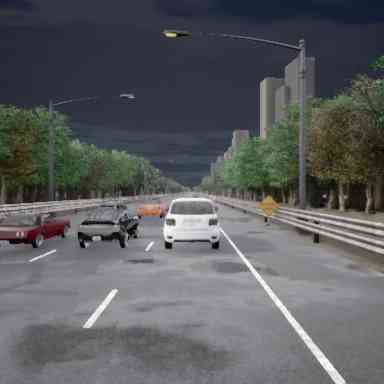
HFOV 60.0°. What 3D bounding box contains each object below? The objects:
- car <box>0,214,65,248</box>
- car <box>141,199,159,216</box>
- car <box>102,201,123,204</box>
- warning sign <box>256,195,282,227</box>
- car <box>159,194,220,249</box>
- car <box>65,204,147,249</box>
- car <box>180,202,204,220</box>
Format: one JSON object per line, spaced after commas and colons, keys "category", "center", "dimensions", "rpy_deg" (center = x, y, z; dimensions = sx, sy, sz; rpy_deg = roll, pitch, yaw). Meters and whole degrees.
{"category": "car", "center": [-7.000, 1.616, 14.681], "dimensions": [1.895, 1.301, 4.718], "rpy_deg": [0, 0, 0]}
{"category": "car", "center": [-3.500, 1.372, 29.621], "dimensions": [2.097, 1.767, 4.553], "rpy_deg": [0, 0, 0]}
{"category": "car", "center": [-7.000, 1.502, 29.651], "dimensions": [2.128, 1.511, 4.902], "rpy_deg": [0, 0, 0]}
{"category": "warning sign", "center": [4.554, 1.115, 19.760], "dimensions": [1.300, 1.860, 1.060], "rpy_deg": [0, 0, 0]}
{"category": "car", "center": [0.000, 1.258, 14.681], "dimensions": [2.150, 2.045, 5.566], "rpy_deg": [0, 0, 0]}
{"category": "car", "center": [-3.500, 1.495, 14.651], "dimensions": [2.128, 1.511, 4.902], "rpy_deg": [0, 0, 0]}
{"category": "car", "center": [0.001, 1.623, 29.681], "dimensions": [1.895, 1.301, 4.718], "rpy_deg": [0, 0, 0]}
